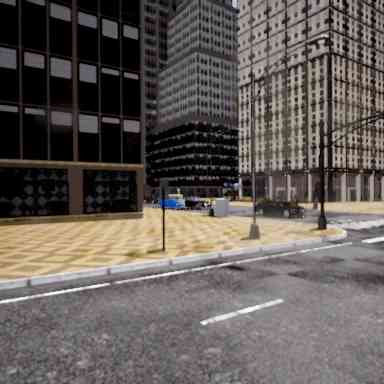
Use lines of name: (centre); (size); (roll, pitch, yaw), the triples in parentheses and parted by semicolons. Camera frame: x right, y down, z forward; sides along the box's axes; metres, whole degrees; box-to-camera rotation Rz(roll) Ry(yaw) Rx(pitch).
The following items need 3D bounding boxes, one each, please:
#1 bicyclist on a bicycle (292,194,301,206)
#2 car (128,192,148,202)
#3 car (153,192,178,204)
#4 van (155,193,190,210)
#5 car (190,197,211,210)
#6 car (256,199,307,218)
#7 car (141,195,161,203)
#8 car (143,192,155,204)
bicyclist on a bicycle: (12.033, 1.107, 38.494); (1.656, 1.620, 0.582); (-1, 1, -34)
car: (-10.932, 0.972, 67.201); (2.192, 1.841, 5.009); (0, 0, -34)
car: (-4.725, 1.026, 58.024); (2.192, 1.841, 5.009); (0, 0, -34)
van: (-2.355, 1.204, 39.565); (1.690, 1.788, 3.998); (0, 0, -34)
car: (0.349, 1.337, 40.187); (2.128, 1.511, 4.902); (-1, 1, -34)
car: (7.732, 1.412, 29.265); (1.837, 1.490, 4.892); (-1, 1, -34)
car: (-7.828, 1.229, 62.614); (1.887, 1.381, 4.507); (0, 0, -34)
car: (-6.399, 1.243, 55.784); (1.837, 1.490, 4.892); (-1, 1, -34)
